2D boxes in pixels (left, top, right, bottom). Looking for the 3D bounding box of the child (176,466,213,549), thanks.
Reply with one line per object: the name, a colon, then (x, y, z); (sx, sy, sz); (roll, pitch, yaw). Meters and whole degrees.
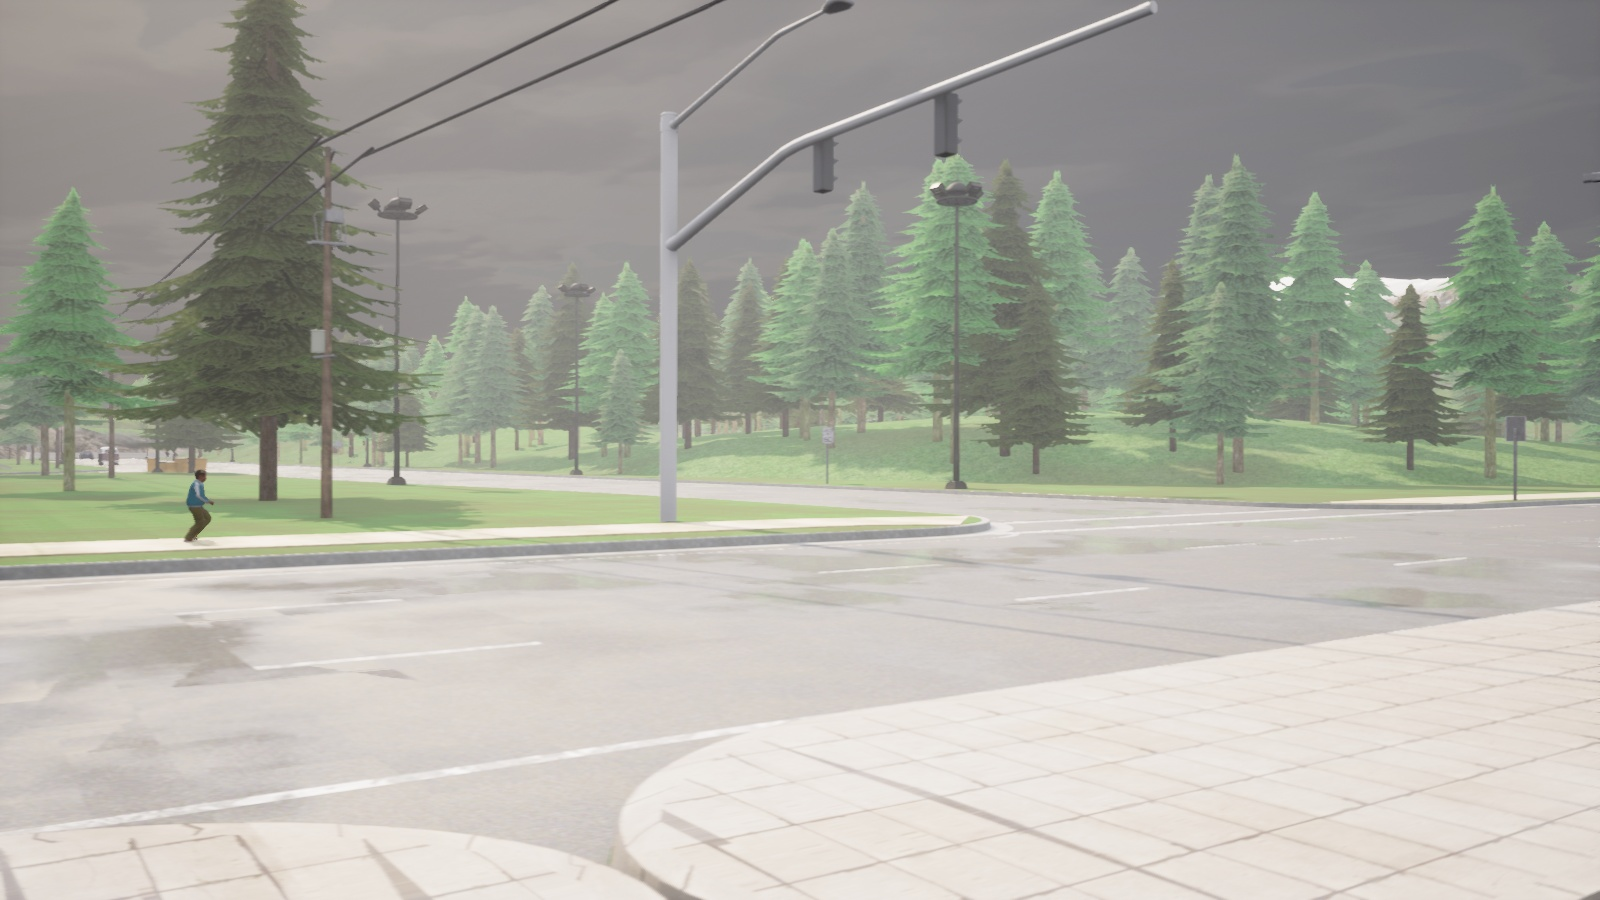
child: (-8.863, 0.833, 18.386); (0.448, 1.192, 0.343); (0, 0, -32)
